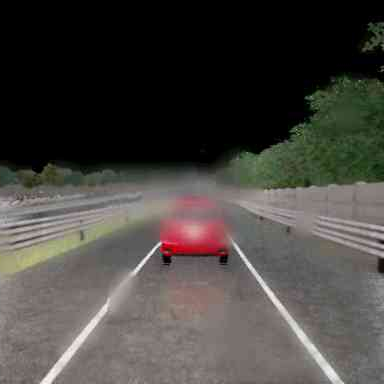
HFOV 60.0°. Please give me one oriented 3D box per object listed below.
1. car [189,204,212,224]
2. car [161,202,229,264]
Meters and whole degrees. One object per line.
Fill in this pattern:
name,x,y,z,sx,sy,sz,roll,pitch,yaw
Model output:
car,0.842,1.845,28.775,1.812,1.442,4.674,0,0,4
car,0.152,1.362,12.506,2.150,2.045,5.566,0,0,2
